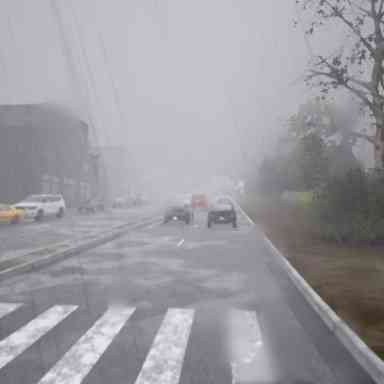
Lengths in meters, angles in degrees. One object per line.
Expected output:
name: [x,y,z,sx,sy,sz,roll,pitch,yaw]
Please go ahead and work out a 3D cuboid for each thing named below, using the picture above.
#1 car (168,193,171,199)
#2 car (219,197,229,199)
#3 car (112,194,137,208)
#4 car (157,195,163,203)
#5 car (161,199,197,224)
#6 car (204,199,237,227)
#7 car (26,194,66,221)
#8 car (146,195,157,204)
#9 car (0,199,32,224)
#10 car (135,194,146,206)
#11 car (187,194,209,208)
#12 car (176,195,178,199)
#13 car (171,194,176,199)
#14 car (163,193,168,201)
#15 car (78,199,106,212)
car: [-7.116,1.596,82.269,1.946,1.575,5.366,0,0,6]
car: [4.059,1.425,42.000,2.097,1.767,4.553,0,0,6]
car: [-10.380,1.526,49.598,2.231,1.521,4.892,0,0,6]
car: [-8.215,1.571,71.273,1.946,1.575,5.366,0,0,6]
car: [-0.928,1.549,25.463,1.837,1.490,4.892,0,0,6]
car: [2.107,1.513,23.232,1.882,1.535,5.008,0,0,6]
car: [-12.579,1.224,27.574,2.435,2.045,5.566,0,0,6]
car: [-8.953,1.560,64.441,2.231,1.521,4.892,0,0,6]
car: [-13.160,1.460,21.794,1.946,1.575,5.366,0,0,6]
car: [-9.835,1.286,55.062,2.435,2.045,5.566,0,0,6]
car: [1.013,1.303,44.081,2.150,2.045,5.566,0,0,6]
car: [-5.987,1.625,93.579,2.231,1.521,4.892,0,0,6]
car: [-6.551,1.360,87.923,2.435,2.045,5.566,0,0,6]
car: [-7.644,1.461,76.987,2.185,1.767,4.553,0,0,6]
car: [-11.486,1.530,38.565,2.163,1.488,4.792,0,0,6]
